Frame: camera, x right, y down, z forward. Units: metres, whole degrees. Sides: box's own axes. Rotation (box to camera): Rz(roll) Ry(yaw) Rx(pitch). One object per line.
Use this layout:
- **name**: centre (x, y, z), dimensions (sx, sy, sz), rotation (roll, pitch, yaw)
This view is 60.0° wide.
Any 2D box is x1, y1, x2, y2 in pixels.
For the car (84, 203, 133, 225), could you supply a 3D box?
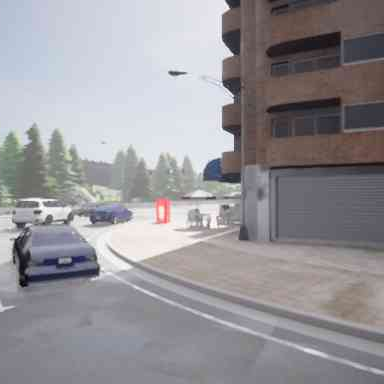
- **car**: centre (-6.580, 1.820, 27.593), dimensions (1.882, 1.535, 5.008), rotation (-1, -1, 12)

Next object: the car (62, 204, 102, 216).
- **car**: centre (-13.155, 2.102, 40.238), dimensions (1.895, 1.301, 4.718), rotation (0, -1, 25)

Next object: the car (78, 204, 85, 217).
- **car**: centre (-10.795, 1.964, 36.996), dimensions (1.837, 1.490, 4.892), rotation (-1, -1, 25)

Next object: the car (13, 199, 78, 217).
- **car**: centre (-10.741, 1.527, 24.373), dimensions (2.150, 2.045, 5.566), rotation (-1, -1, 4)

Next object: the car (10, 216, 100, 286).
- **car**: centre (-4.238, 1.674, 9.914), dimensions (2.033, 1.411, 5.357), rotation (0, -1, -31)

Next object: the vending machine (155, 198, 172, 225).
- **vending machine**: centre (-2.260, 1.517, 26.097), dimensions (1.100, 2.100, 0.880), rotation (0, -1, 13)
